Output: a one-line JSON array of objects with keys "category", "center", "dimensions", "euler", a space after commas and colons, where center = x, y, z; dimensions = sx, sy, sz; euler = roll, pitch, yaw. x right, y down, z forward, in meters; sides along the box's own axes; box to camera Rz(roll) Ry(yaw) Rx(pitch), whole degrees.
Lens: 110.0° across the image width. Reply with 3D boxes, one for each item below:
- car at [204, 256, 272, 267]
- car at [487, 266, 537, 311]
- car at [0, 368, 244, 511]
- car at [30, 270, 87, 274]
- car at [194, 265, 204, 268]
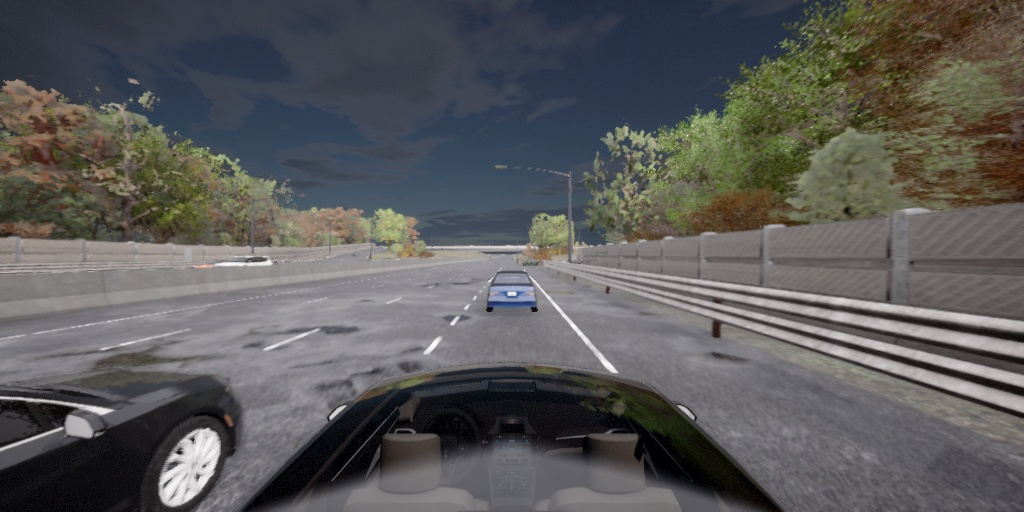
[{"category": "car", "center": [-24.584, 0.977, 32.949], "dimensions": [2.150, 2.045, 5.566], "euler": [0, 0, 0]}, {"category": "car", "center": [-0.002, 1.292, 14.328], "dimensions": [2.033, 1.411, 5.357], "euler": [0, 0, 0]}, {"category": "car", "center": [-3.398, 1.255, 1.327], "dimensions": [1.837, 1.490, 4.892], "euler": [0, 0, 0]}, {"category": "car", "center": [-21.059, 1.345, 16.303], "dimensions": [1.895, 1.301, 4.718], "euler": [0, 0, 0]}, {"category": "car", "center": [-28.078, 1.106, 34.444], "dimensions": [2.097, 1.767, 4.553], "euler": [0, 0, 0]}]
